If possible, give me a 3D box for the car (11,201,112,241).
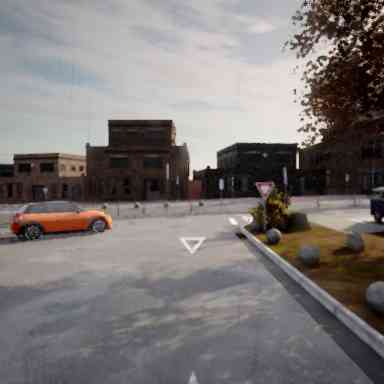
[{"bbox_3d":[-6.356,1.232,16.503,4.553,1.767,2.097,-2,2,-35],"label":"car"}]

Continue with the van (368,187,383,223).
[{"bbox_3d":[11.002,0.716,17.366,1.878,1.987,4.442,-3,1,1],"label":"van"}]
